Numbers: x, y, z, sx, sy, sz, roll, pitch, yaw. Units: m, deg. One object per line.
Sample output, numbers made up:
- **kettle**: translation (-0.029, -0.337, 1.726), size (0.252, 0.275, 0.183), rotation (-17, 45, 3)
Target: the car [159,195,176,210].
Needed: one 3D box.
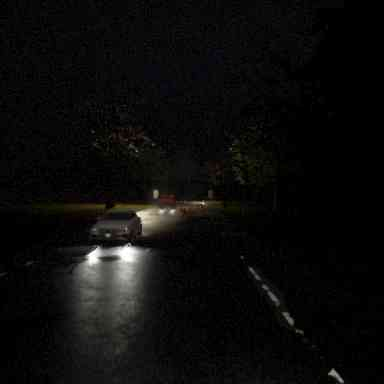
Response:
- **car**: translation (-3.573, 1.494, 49.163), size (2.150, 2.045, 5.566), rotation (0, 0, 0)

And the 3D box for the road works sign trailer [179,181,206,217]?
- **road works sign trailer**: translation (0.168, 0.640, 34.172), size (2.380, 3.560, 2.880), rotation (0, 0, -5)

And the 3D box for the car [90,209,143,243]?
- **car**: translation (-3.596, 1.603, 16.576), size (1.812, 1.442, 4.674), rotation (0, 0, 0)
